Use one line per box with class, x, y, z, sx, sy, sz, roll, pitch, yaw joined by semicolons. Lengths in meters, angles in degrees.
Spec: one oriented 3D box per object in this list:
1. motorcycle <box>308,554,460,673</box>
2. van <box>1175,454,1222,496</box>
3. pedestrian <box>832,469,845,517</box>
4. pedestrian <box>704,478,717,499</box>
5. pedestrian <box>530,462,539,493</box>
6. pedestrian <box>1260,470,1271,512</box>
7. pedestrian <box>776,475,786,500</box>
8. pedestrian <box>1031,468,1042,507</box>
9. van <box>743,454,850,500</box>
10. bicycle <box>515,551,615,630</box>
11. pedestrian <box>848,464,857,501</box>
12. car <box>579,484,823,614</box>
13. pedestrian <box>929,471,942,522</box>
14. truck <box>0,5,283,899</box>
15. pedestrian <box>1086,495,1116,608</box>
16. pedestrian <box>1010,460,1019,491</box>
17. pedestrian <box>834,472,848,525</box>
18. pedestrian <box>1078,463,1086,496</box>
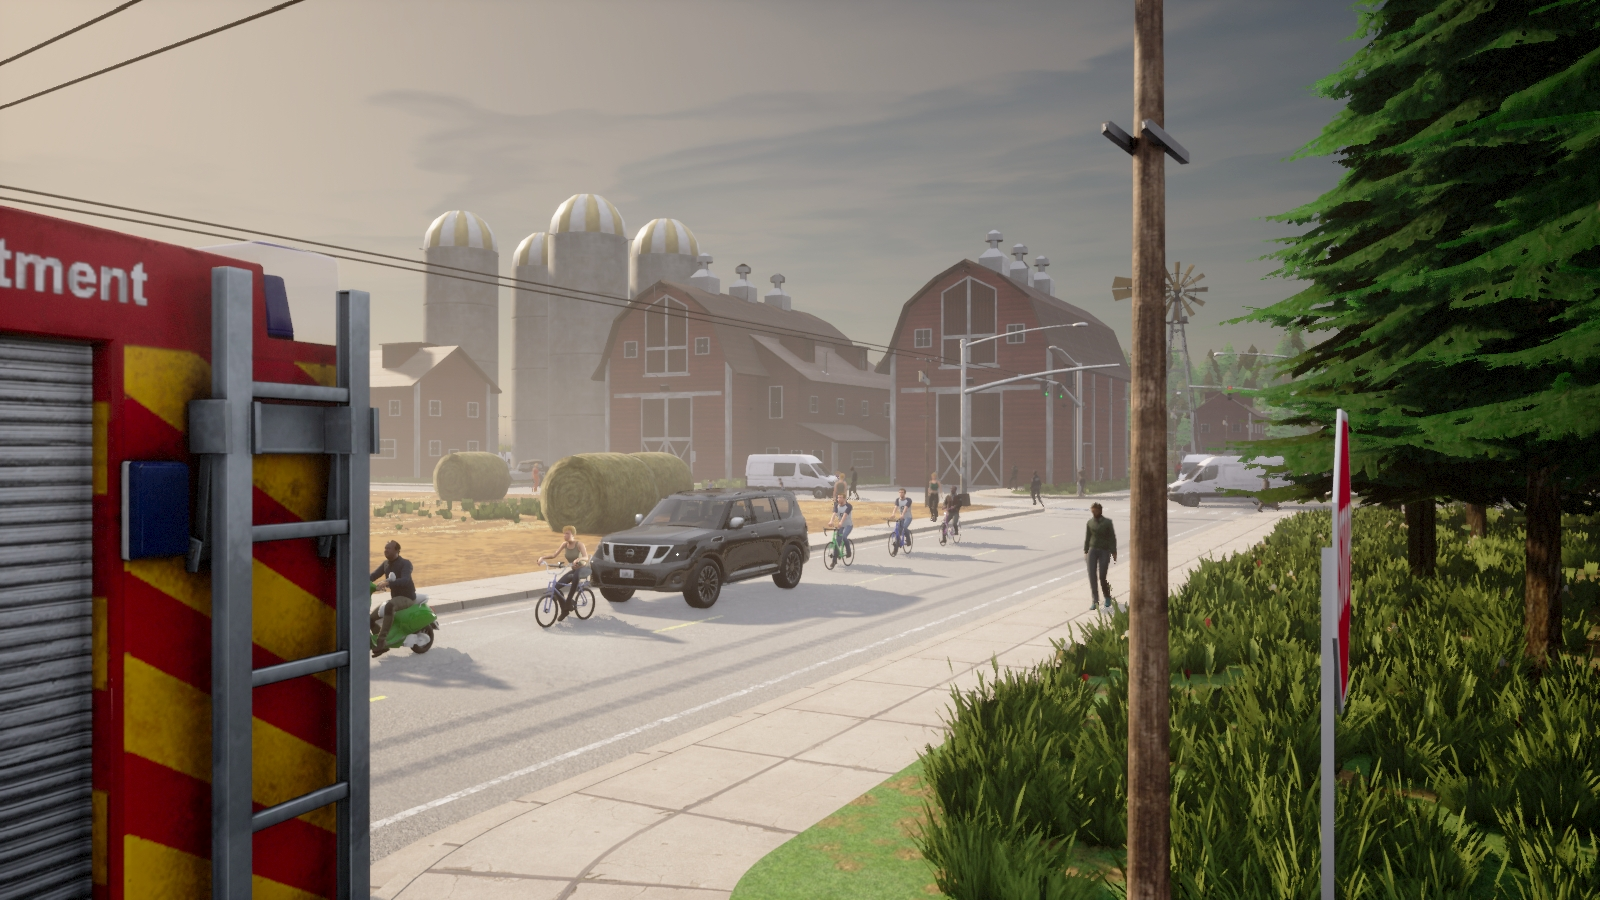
motorcycle;-5.551;2.142;15.363;0.856;1.316;1.805;0;0;28
van;25.720;1.534;73.539;1.988;2.561;5.915;0;0;28
pedestrian;1.498;1.677;44.602;0.375;1.860;0.375;0;0;44
pedestrian;-4.802;2.049;61.181;0.500;1.100;0.500;0;0;25
pedestrian;-16.204;1.671;69.765;0.375;1.860;0.375;0;0;28
pedestrian;20.845;1.838;51.196;0.375;1.860;0.375;0;0;37
pedestrian;-0.998;1.951;60.252;0.375;1.300;0.375;0;0;24
pedestrian;11.462;1.828;55.267;0.375;1.860;0.375;0;0;-21
van;-0.217;1.504;65.699;5.915;2.561;1.988;0;0;27
bicycle;-3.810;2.256;18.631;0.859;1.080;1.487;0;0;28
pedestrian;2.710;1.670;58.947;0.375;1.860;0.375;0;0;21
car;-1.735;1.779;22.475;2.150;2.045;5.566;0;0;27
pedestrian;5.008;1.695;42.188;0.375;1.860;0.375;0;0;24
truck;-6.058;0.867;3.681;8.468;3.827;2.891;0;0;21
pedestrian;5.074;1.696;19.265;0.375;1.860;0.375;0;0;36
pedestrian;13.228;1.574;70.352;0.375;1.860;0.375;0;0;-35
pedestrian;1.437;1.685;39.846;0.375;1.860;0.375;0;0;26
pedestrian;16.124;1.672;65.229;0.375;1.860;0.375;0;0;26
